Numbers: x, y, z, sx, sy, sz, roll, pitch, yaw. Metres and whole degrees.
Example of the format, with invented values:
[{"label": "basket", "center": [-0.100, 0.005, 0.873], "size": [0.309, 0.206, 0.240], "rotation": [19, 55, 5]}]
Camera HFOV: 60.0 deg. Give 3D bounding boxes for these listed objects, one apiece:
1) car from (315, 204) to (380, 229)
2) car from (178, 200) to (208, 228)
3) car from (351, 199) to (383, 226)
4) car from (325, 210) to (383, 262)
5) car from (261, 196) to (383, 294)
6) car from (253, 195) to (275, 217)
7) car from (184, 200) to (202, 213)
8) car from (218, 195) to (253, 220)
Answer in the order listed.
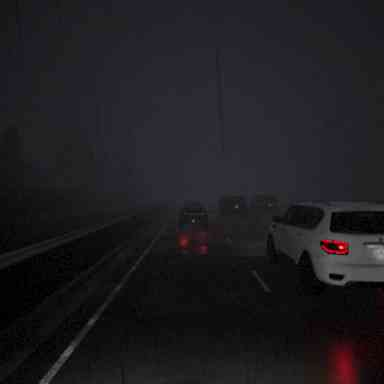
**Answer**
[{"label": "car", "center": [10.601, 1.619, 23.265], "size": [2.033, 1.411, 5.357], "rotation": [0, 0, 0]}, {"label": "car", "center": [0.100, 1.563, 22.842], "size": [2.128, 1.511, 4.902], "rotation": [0, 0, 0]}, {"label": "car", "center": [14.100, 1.429, 24.956], "size": [2.097, 1.767, 4.553], "rotation": [0, 0, 0]}, {"label": "car", "center": [7.101, 1.567, 13.181], "size": [1.812, 1.442, 4.674], "rotation": [0, 0, 0]}, {"label": "car", "center": [3.601, 1.250, 9.020], "size": [2.150, 2.045, 5.566], "rotation": [0, 0, 0]}, {"label": "car", "center": [7.100, 1.323, 32.937], "size": [2.150, 2.045, 5.566], "rotation": [0, 0, 0]}, {"label": "car", "center": [0.102, 1.688, 40.539], "size": [1.994, 1.385, 4.181], "rotation": [0, 0, 0]}, {"label": "car", "center": [3.589, 1.312, 29.580], "size": [2.150, 2.045, 5.566], "rotation": [0, 0, 0]}]
